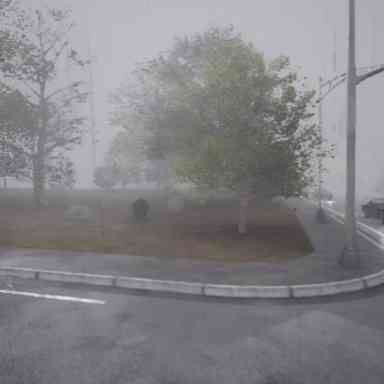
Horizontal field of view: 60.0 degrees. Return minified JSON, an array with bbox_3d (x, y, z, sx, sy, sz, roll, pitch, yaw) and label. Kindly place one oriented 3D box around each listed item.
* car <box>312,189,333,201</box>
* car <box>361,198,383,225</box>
[{"bbox_3d":[16.318,0.308,41.896,2.033,1.411,5.357,0,1,13],"label":"car"},{"bbox_3d":[10.957,1.015,18.433,1.895,1.301,4.718,0,2,13],"label":"car"}]
